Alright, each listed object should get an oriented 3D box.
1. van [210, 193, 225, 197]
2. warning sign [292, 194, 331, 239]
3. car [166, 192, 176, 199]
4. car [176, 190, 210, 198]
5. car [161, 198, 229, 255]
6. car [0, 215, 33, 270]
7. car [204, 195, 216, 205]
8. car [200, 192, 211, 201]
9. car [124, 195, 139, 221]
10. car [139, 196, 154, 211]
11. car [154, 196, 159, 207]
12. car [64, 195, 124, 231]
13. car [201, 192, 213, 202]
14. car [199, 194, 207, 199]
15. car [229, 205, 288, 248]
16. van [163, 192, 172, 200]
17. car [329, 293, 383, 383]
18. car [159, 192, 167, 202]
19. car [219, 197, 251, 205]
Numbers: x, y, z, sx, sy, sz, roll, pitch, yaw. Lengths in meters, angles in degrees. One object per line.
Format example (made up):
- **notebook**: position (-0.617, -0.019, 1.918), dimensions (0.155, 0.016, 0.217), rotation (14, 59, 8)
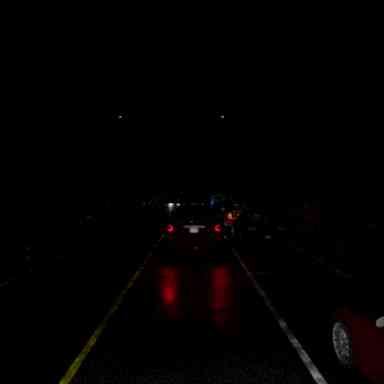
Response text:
- **van**: position (2.782, 1.127, 36.638), dimensions (1.690, 1.788, 3.998), rotation (0, 0, 0)
- **warning sign**: position (5.113, 1.028, 14.286), dimensions (1.300, 1.860, 1.060), rotation (0, 0, 0)
- **car**: position (-2.879, 1.205, 57.558), dimensions (1.837, 1.490, 4.892), rotation (0, 0, 1)
- **car**: position (0.123, 1.060, 27.073), dimensions (2.150, 2.045, 5.566), rotation (0, 1, 1)
- **car**: position (0.088, 1.272, 13.060), dimensions (2.097, 1.767, 4.553), rotation (0, 0, 1)
- **car**: position (-5.831, 1.388, 8.483), dimensions (1.967, 1.590, 4.097), rotation (0, 0, 0)
- **car**: position (2.837, 1.240, 53.763), dimensions (1.752, 1.417, 4.829), rotation (0, 0, 1)
- **car**: position (2.889, 0.967, 70.470), dimensions (2.192, 1.841, 5.009), rotation (0, 0, 0)
- **car**: position (-5.777, 1.162, 25.400), dimensions (2.192, 1.841, 5.009), rotation (0, 0, 0)
- **car**: position (-5.743, 1.226, 36.681), dimensions (1.967, 1.590, 4.097), rotation (0, 0, 0)
- **car**: position (-5.725, 1.200, 42.319), dimensions (1.967, 1.590, 4.097), rotation (0, 0, 0)
- **car**: position (-5.795, 1.195, 19.762), dimensions (2.192, 1.841, 5.009), rotation (0, 0, 0)
- **car**: position (2.872, 0.990, 64.830), dimensions (2.192, 1.841, 5.009), rotation (0, 0, 0)
- **car**: position (2.944, 1.124, 87.390), dimensions (2.008, 1.369, 4.403), rotation (0, 0, 0)
- **car**: position (2.712, 1.459, 14.083), dimensions (1.887, 1.381, 4.507), rotation (0, 0, 0)
- **van**: position (-5.618, 0.970, 76.159), dimensions (1.690, 1.788, 3.998), rotation (0, 0, 0)
- **car**: position (2.677, 1.564, 2.806), dimensions (1.802, 1.307, 4.206), rotation (0, 0, 0)
- **car**: position (-5.679, 1.220, 59.035), dimensions (1.752, 1.417, 4.829), rotation (0, 0, 1)
- **car**: position (2.730, 1.320, 19.721), dimensions (1.967, 1.590, 4.097), rotation (0, 0, 0)
